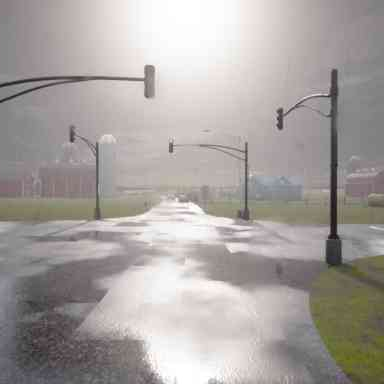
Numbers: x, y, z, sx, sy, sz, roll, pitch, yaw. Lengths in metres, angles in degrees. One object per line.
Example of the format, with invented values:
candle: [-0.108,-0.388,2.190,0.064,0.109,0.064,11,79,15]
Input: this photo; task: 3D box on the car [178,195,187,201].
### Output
car: [-2.332,1.464,79.951,1.837,1.490,4.892,0,0,-4]

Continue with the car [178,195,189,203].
car: [-1.721,1.624,69.967,1.895,1.301,4.718,0,0,-3]

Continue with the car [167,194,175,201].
car: [-4.708,1.182,73.967,1.812,1.442,4.674,0,0,-3]
